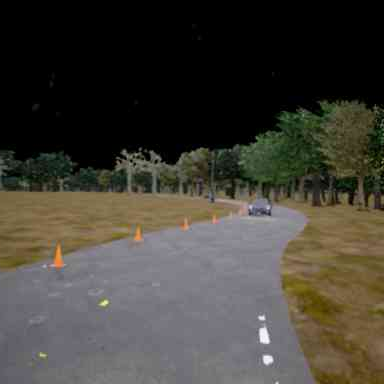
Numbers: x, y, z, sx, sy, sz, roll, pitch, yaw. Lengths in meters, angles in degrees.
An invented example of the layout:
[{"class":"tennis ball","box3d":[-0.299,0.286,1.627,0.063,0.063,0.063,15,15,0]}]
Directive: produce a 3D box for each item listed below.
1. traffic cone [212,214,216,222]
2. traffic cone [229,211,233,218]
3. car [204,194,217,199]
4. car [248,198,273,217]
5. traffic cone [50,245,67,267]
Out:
[{"class":"traffic cone","box3d":[1.606,1.889,24.007,0.340,0.580,0.340,1,0,22]},{"class":"traffic cone","box3d":[3.328,1.918,28.551,0.340,0.580,0.340,1,0,19]},{"class":"car","box3d":[4.913,1.214,89.882,2.128,1.511,4.902,1,0,-25]},{"class":"car","box3d":[6.689,1.378,32.214,2.097,1.767,4.553,1,0,16]},{"class":"traffic cone","box3d":[-3.847,1.823,9.592,0.340,0.580,0.340,1,0,13]}]
